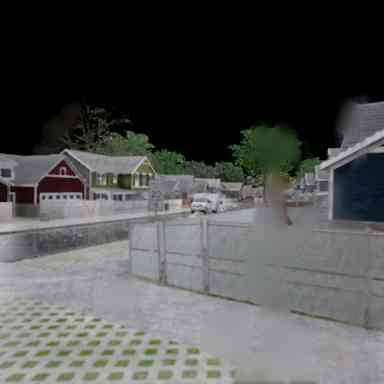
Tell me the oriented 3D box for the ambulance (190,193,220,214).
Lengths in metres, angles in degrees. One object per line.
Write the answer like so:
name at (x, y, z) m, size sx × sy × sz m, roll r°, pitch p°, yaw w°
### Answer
ambulance at (1.666, 1.420, 41.896) m, size 2.351 × 2.431 × 6.366 m, roll 1°, pitch 0°, yaw 19°
